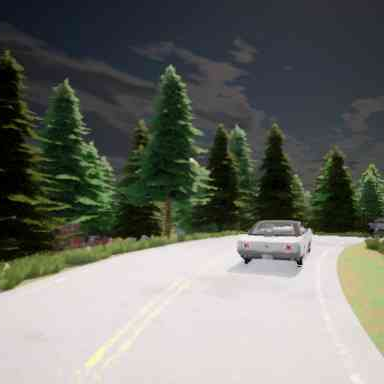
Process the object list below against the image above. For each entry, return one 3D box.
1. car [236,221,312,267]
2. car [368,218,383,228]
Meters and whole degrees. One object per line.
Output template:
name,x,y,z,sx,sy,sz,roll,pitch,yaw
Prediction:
car,3.081,1.645,11.630,1.895,1.301,4.718,-2,-2,24
car,14.998,2.702,24.578,4.902,1.511,2.128,7,-8,-32
